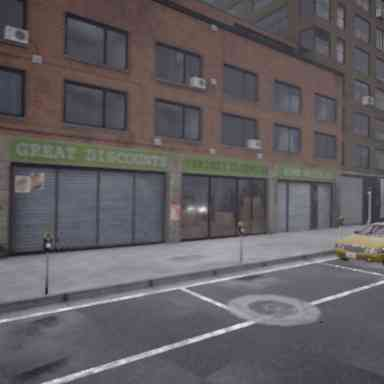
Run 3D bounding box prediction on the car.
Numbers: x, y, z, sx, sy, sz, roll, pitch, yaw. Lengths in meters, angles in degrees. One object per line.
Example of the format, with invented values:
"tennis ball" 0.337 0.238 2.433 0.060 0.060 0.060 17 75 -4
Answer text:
"car" 6.868 1.650 11.658 4.829 1.417 1.752 1 0 -36
